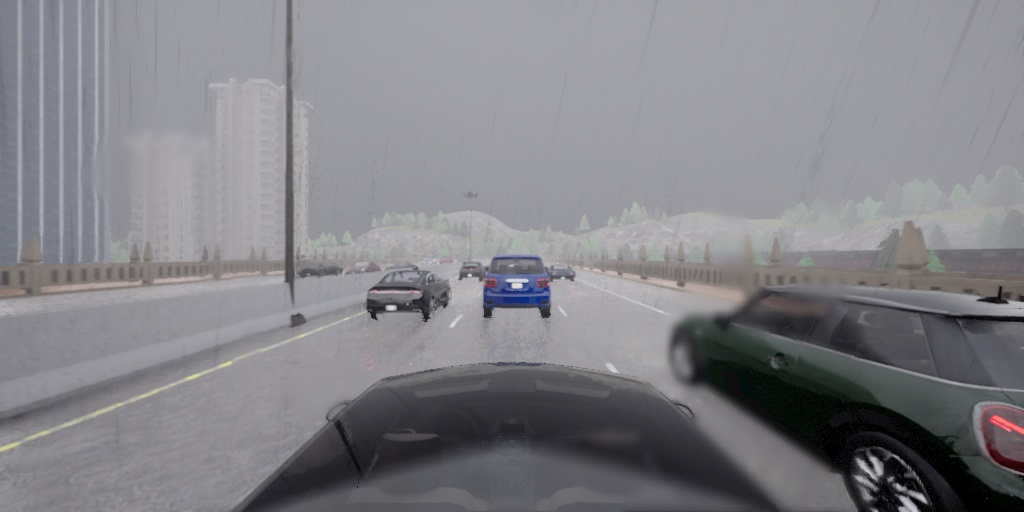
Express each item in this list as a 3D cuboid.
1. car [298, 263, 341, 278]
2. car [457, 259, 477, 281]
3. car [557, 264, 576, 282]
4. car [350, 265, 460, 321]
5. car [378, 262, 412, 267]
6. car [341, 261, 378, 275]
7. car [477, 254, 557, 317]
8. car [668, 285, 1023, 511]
[{"bbox_3d":[-17.423,1.293,32.907,1.895,1.301,4.718,0,0,0],"label":"car"},{"bbox_3d":[-3.244,1.213,29.951,1.837,1.490,4.892,0,0,0],"label":"car"},{"bbox_3d":[3.748,1.317,28.532,1.895,1.301,4.718,0,0,0],"label":"car"},{"bbox_3d":[-3.342,1.224,12.385,2.128,1.511,4.902,0,0,0],"label":"car"},{"bbox_3d":[-10.418,1.244,33.843,2.033,1.411,5.357,0,0,0],"label":"car"},{"bbox_3d":[-13.915,1.220,33.933,1.812,1.442,4.674,0,0,0],"label":"car"},{"bbox_3d":[0.160,0.956,13.172,2.150,2.045,5.566,0,0,0],"label":"car"},{"bbox_3d":[3.627,1.102,4.086,2.097,1.767,4.553,0,0,0],"label":"car"}]
